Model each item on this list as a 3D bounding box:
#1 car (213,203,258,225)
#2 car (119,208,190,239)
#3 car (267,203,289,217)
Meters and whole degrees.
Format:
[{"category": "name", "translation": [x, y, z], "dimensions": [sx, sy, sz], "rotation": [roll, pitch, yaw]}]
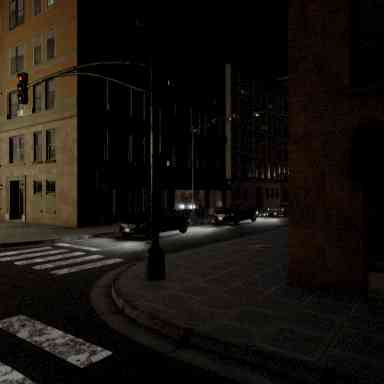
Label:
[{"category": "car", "translation": [3.453, 1.627, 25.748], "dimensions": [2.128, 1.511, 4.902], "rotation": [0, 0, 35]}, {"category": "car", "translation": [-1.878, 1.610, 18.276], "dimensions": [1.812, 1.442, 4.674], "rotation": [0, 0, 34]}, {"category": "car", "translation": [9.356, 1.791, 34.011], "dimensions": [1.895, 1.301, 4.718], "rotation": [0, 0, 36]}]
